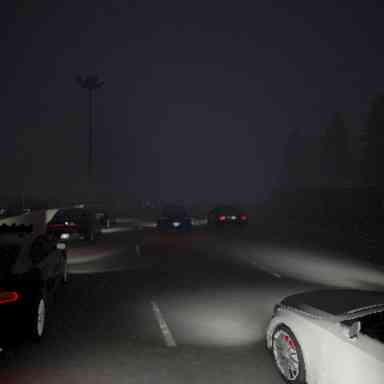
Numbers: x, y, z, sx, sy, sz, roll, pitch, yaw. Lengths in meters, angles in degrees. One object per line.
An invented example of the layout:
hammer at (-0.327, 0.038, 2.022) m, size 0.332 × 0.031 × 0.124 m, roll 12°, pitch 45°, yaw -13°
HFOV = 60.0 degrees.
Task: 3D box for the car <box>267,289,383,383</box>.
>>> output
car at (2.409, 1.524, 2.676) m, size 1.812 × 1.442 × 4.674 m, roll 0°, pitch 0°, yaw -18°

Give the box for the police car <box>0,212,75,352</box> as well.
police car at (-3.557, 1.422, 6.292) m, size 1.930 × 1.638 × 5.238 m, roll 0°, pitch 0°, yaw -14°

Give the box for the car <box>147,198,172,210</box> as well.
car at (-4.414, 1.499, 43.219) m, size 1.812 × 1.442 × 4.674 m, roll 0°, pitch 0°, yaw 10°

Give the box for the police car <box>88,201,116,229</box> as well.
police car at (-6.071, 1.412, 21.404) m, size 1.930 × 1.638 × 5.238 m, roll 0°, pitch 0°, yaw -5°

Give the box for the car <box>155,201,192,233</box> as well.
car at (-1.097, 1.513, 19.703) m, size 1.812 × 1.442 × 4.674 m, roll 0°, pitch 0°, yaw -6°

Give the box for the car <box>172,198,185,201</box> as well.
car at (-2.573, 1.568, 53.117) m, size 1.895 × 1.301 × 4.718 m, roll 0°, pitch 0°, yaw 14°

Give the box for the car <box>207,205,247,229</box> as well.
car at (2.152, 1.534, 21.625) m, size 2.033 × 1.411 × 5.357 m, roll 0°, pitch 0°, yaw -5°

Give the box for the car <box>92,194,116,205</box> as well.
car at (-15.466, 1.317, 58.450) m, size 2.097 × 1.767 × 4.553 m, roll 0°, pitch 0°, yaw 15°

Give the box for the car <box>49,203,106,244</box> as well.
car at (-5.393, 1.496, 15.584) m, size 1.837 × 1.490 × 4.892 m, roll 0°, pitch 0°, yaw -8°
